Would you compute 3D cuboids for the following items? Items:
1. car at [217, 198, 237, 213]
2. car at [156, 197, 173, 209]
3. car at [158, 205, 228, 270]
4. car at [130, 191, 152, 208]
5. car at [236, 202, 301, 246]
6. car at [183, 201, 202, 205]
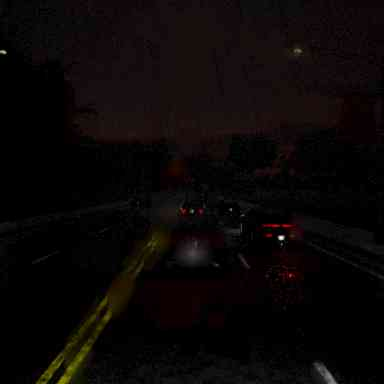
[{"bbox_3d":[3.337,1.318,30.647,1.812,1.442,4.674,0,0,0],"label":"car"},{"bbox_3d":[-3.339,1.324,41.097,1.895,1.301,4.718,0,0,0],"label":"car"},{"bbox_3d":[0.047,1.403,10.787,1.882,1.535,5.008,0,0,0],"label":"car"},{"bbox_3d":[-6.587,0.930,43.574,2.150,2.045,5.566,0,0,0],"label":"car"},{"bbox_3d":[3.325,1.405,14.747,1.837,1.490,4.892,0,1,0],"label":"car"},{"bbox_3d":[0.053,1.371,26.001,2.033,1.411,5.357,0,0,1],"label":"car"}]
